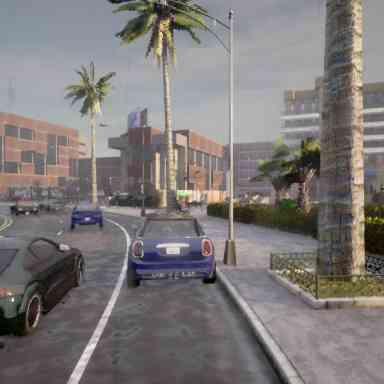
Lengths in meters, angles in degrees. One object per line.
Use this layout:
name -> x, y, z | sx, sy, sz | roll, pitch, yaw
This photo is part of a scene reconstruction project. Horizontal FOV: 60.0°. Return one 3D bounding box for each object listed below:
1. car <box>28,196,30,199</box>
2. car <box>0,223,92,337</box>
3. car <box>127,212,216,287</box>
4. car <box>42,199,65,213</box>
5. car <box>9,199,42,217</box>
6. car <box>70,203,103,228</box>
car -> -36.889, 1.225, 70.776 | 4.553, 1.767, 2.185 | 0, 0, 22
car -> -3.531, 1.562, 6.585 | 1.994, 1.385, 4.181 | 0, 0, -4
car -> -0.703, 1.352, 9.627 | 2.097, 1.767, 4.553 | 0, 0, -7
car -> -15.582, 1.479, 36.534 | 2.128, 1.511, 4.902 | 0, 0, -41
car -> -16.166, 1.588, 31.805 | 1.895, 1.301, 4.718 | 0, 0, -36
car -> -7.021, 1.473, 22.052 | 1.882, 1.535, 5.008 | 0, 0, -19
